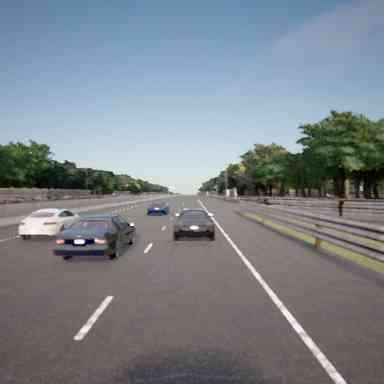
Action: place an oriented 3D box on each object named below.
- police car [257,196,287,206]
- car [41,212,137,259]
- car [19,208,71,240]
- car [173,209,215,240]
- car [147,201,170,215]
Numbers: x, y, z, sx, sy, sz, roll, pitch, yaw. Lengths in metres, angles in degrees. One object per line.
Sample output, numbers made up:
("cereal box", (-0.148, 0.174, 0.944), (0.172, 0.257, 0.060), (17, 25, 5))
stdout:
("police car", (10.002, 1.313, 42.200), (1.930, 1.638, 5.238), (0, -1, -19))
("car", (-3.395, 1.550, 12.555), (2.033, 1.411, 5.357), (0, 0, 0))
("car", (-6.894, 1.528, 16.747), (1.812, 1.442, 4.674), (0, 0, 0))
("car", (0.106, 1.567, 16.902), (1.994, 1.385, 4.181), (0, 0, 0))
("car", (-3.390, 1.576, 33.996), (1.994, 1.385, 4.181), (0, 0, 0))
